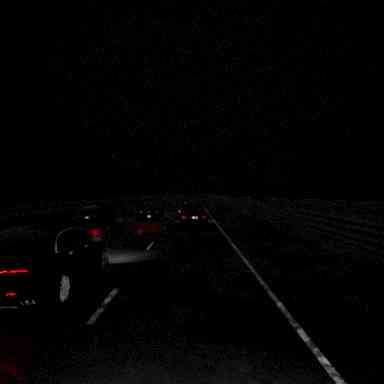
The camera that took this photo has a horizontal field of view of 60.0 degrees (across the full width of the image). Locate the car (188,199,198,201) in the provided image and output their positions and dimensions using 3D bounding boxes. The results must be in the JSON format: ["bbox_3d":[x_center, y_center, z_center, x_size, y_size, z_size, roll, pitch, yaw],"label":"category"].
[{"bbox_3d":[0.103,1.601,40.752,2.033,1.411,5.357,0,0,0],"label":"car"}]

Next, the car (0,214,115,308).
[{"bbox_3d":[-3.400,1.508,7.886,1.837,1.490,4.892,0,0,0],"label":"car"}]

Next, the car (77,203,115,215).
[{"bbox_3d":[-6.903,1.529,24.171,1.812,1.442,4.674,0,-1,0],"label":"car"}]

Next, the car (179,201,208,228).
[{"bbox_3d":[0.102,1.565,22.122,2.033,1.411,5.357,0,0,0],"label":"car"}]

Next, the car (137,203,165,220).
[{"bbox_3d":[-3.397,1.629,28.607,1.895,1.301,4.718,0,0,0],"label":"car"}]

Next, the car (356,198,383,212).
[{"bbox_3d":[23.544,1.571,42.932,2.097,1.767,4.553,0,0,-21],"label":"car"}]
